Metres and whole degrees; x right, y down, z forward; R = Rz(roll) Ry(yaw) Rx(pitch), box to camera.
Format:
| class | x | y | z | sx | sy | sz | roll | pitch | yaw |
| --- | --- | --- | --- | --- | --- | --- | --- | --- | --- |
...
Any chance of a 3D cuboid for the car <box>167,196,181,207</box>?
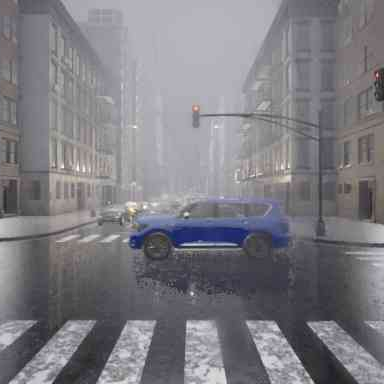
| class | x | y | z | sx | sy | sz | roll | pitch | yaw |
| --- | --- | --- | --- | --- | --- | --- | --- | --- | --- |
| car | -2.801 | 1.473 | 53.006 | 1.882 | 1.535 | 5.008 | 0 | 0 | 1 |

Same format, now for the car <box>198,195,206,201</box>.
| class | x | y | z | sx | sy | sz | roll | pitch | yaw |
| --- | --- | --- | --- | --- | --- | --- | --- | --- | --- |
| car | 2.648 | 1.560 | 88.363 | 1.947 | 1.339 | 4.313 | 0 | 0 | 0 |

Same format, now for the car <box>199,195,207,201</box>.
| class | x | y | z | sx | sy | sz | roll | pitch | yaw |
| --- | --- | --- | --- | --- | --- | --- | --- | --- | --- |
| car | 2.647 | 1.539 | 82.957 | 1.887 | 1.381 | 4.507 | 0 | 0 | 0 |

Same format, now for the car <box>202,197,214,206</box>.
| class | x | y | z | sx | sy | sz | roll | pitch | yaw |
| --- | --- | --- | --- | --- | --- | --- | --- | --- | --- |
| car | 2.642 | 1.562 | 55.925 | 1.947 | 1.339 | 4.313 | 0 | 0 | 0 |

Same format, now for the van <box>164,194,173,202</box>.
| class | x | y | z | sx | sy | sz | roll | pitch | yaw |
| --- | --- | --- | --- | --- | --- | --- | --- | --- | --- |
| van | -5.446 | 1.336 | 77.548 | 1.690 | 1.788 | 3.998 | 0 | 0 | 0 |

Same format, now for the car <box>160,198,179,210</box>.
| class | x | y | z | sx | sy | sz | roll | pitch | yaw |
| --- | --- | --- | --- | --- | --- | --- | --- | --- | --- |
| car | -2.838 | 1.560 | 42.752 | 1.994 | 1.385 | 4.181 | 0 | 0 | 1 |

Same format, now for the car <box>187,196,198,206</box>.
| class | x | y | z | sx | sy | sz | roll | pitch | yaw |
| --- | --- | --- | --- | --- | --- | --- | --- | --- | --- |
| car | 0.094 | 1.501 | 57.056 | 1.837 | 1.490 | 4.892 | 0 | 0 | 0 |

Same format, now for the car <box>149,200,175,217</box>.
| class | x | y | z | sx | sy | sz | roll | pitch | yaw |
| --- | --- | --- | --- | --- | --- | --- | --- | --- | --- |
| car | -2.848 | 1.544 | 32.738 | 2.033 | 1.411 | 5.357 | 0 | 0 | 0 |

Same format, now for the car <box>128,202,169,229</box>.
| class | x | y | z | sx | sy | sz | roll | pitch | yaw |
| --- | --- | --- | --- | --- | --- | --- | --- | --- | --- |
| car | -2.851 | 1.489 | 22.855 | 2.128 | 1.511 | 4.902 | 0 | 0 | 0 |

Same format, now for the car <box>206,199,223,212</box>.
| class | x | y | z | sx | sy | sz | roll | pitch | yaw |
| --- | --- | --- | --- | --- | --- | --- | --- | --- | --- |
| car | 2.639 | 1.578 | 39.707 | 1.802 | 1.307 | 4.206 | 0 | 0 | 0 |

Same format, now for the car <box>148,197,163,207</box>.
| class | x | y | z | sx | sy | sz | roll | pitch | yaw |
| --- | --- | --- | --- | --- | --- | --- | --- | --- | --- |
| car | -5.419 | 1.521 | 50.347 | 1.752 | 1.417 | 4.829 | 0 | 0 | 0 |

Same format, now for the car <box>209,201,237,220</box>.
| class | x | y | z | sx | sy | sz | roll | pitch | yaw |
| --- | --- | --- | --- | --- | --- | --- | --- | --- | --- |
| car | 2.637 | 1.548 | 28.894 | 2.008 | 1.369 | 4.403 | 0 | 0 | 0 |

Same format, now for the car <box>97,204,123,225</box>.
| class | x | y | z | sx | sy | sz | roll | pitch | yaw |
| --- | --- | --- | --- | --- | --- | --- | --- | --- | --- |
| car | -5.392 | 1.549 | 23.486 | 2.008 | 1.369 | 4.403 | 0 | 0 | 0 |

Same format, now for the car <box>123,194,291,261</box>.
| class | x | y | z | sx | sy | sz | roll | pitch | yaw |
| --- | --- | --- | --- | --- | --- | --- | --- | --- | --- |
| car | 0.639 | 1.225 | 11.821 | 5.566 | 2.045 | 2.150 | 0 | 0 | 0 |

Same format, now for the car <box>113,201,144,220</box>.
| class | x | y | z | sx | sy | sz | roll | pitch | yaw |
| --- | --- | --- | --- | --- | --- | --- | --- | --- | --- |
| car | -5.398 | 1.523 | 28.723 | 1.752 | 1.417 | 4.829 | 0 | 0 | 0 |

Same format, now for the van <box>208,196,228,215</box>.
| class | x | y | z | sx | sy | sz | roll | pitch | yaw |
| --- | --- | --- | --- | --- | --- | --- | --- | --- | --- |
| van | 2.638 | 1.338 | 34.300 | 1.690 | 1.788 | 3.998 | 0 | 0 | 0 |

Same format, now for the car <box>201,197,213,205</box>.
| class | x | y | z | sx | sy | sz | roll | pitch | yaw |
| --- | --- | --- | --- | --- | --- | --- | --- | --- | --- |
| car | 2.643 | 1.546 | 61.332 | 2.008 | 1.369 | 4.403 | 0 | 0 | 0 |

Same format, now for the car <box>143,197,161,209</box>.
| class | x | y | z | sx | sy | sz | roll | pitch | yaw |
| --- | --- | --- | --- | --- | --- | --- | --- | --- | --- |
| car | -5.414 | 1.436 | 45.111 | 1.967 | 1.590 | 4.097 | 0 | 0 | 0 |

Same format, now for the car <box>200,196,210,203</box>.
| class | x | y | z | sx | sy | sz | roll | pitch | yaw |
| --- | --- | --- | --- | --- | --- | --- | --- | --- | --- |
| car | 2.644 | 1.521 | 66.907 | 1.752 | 1.417 | 4.829 | 0 | 0 | 0 |
